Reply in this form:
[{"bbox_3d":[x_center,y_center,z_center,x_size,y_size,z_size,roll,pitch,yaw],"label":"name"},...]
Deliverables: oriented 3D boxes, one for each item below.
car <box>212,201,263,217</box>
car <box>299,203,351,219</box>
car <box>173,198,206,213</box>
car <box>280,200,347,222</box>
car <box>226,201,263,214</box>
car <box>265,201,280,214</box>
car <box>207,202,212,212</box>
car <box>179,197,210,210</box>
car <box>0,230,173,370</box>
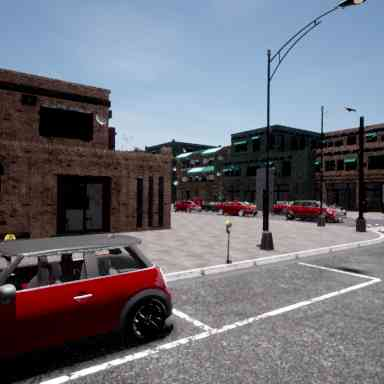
[{"bbox_3d":[4.637,1.692,34.525,1.882,1.535,5.008,1,-1,-35],"label":"car"},{"bbox_3d":[12.963,1.812,32.676,1.947,1.339,4.313,0,-1,-35],"label":"car"},{"bbox_3d":[-0.639,1.829,42.130,1.812,1.442,4.674,1,-1,-35],"label":"car"},{"bbox_3d":[9.897,1.479,27.001,2.097,1.767,4.553,1,-1,-35],"label":"car"},{"bbox_3d":[6.537,1.879,41.930,1.752,1.417,4.829,0,-1,-35],"label":"car"},{"bbox_3d":[9.799,1.739,37.235,1.967,1.590,4.097,0,-1,-35],"label":"car"},{"bbox_3d":[2.495,1.946,43.215,1.895,1.301,4.718,1,-1,-35],"label":"car"},{"bbox_3d":[0.304,1.773,50.907,2.192,1.841,5.009,0,-1,-35],"label":"car"},{"bbox_3d":[-2.388,1.441,4.841,4.097,1.590,1.967,0,1,-35],"label":"car"}]
